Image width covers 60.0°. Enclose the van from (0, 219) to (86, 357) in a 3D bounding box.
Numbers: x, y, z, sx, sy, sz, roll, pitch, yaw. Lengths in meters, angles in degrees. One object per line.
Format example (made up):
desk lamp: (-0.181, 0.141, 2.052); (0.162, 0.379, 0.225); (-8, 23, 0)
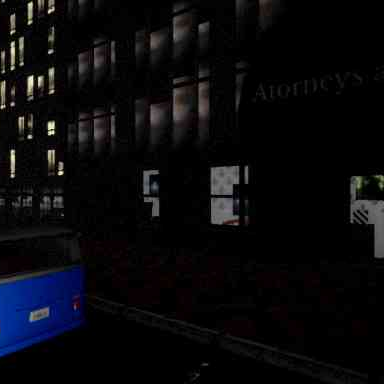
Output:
van: (-3.466, 1.341, 5.365); (3.998, 1.788, 1.690); (0, 0, 36)
